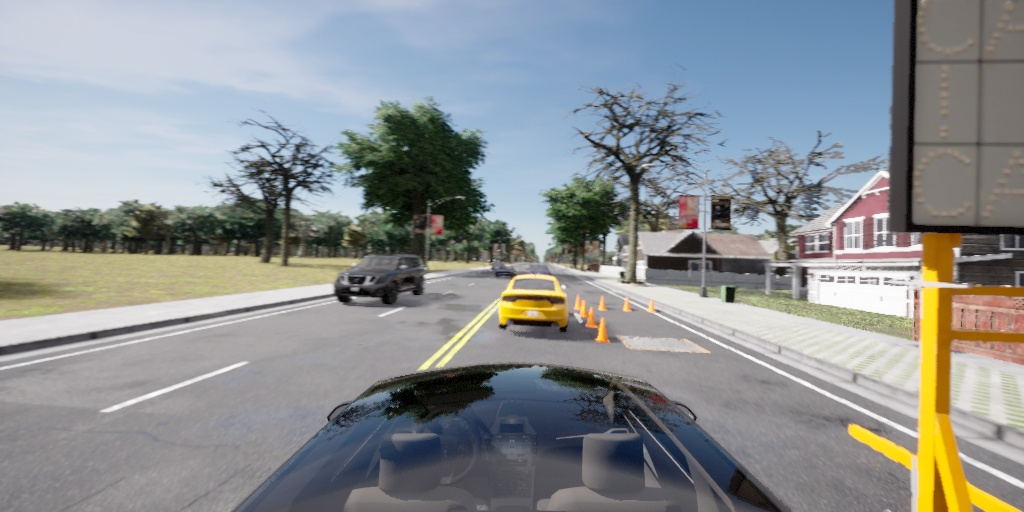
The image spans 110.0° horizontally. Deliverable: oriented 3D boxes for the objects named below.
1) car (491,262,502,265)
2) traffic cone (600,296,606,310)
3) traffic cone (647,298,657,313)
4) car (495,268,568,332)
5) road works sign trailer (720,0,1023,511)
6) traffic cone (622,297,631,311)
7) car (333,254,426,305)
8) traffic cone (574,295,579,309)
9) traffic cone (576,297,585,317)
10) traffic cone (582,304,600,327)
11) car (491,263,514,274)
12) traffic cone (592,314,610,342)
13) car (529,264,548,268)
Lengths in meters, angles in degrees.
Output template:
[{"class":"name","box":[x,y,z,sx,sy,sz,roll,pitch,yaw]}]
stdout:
[{"class":"car","box":[-2.209,1.721,57.491,2.128,1.511,4.902,2,-1,5]},{"class":"traffic cone","box":[3.753,1.944,14.926,0.340,0.580,0.340,0,0,5]},{"class":"traffic cone","box":[5.745,2.006,14.762,0.340,0.580,0.340,0,0,5]},{"class":"car","box":[0.727,1.337,11.576,1.882,1.535,5.008,2,-1,5]},{"class":"road works sign trailer","box":[3.076,0.316,1.939,2.380,3.560,2.880,0,0,5]},{"class":"traffic cone","box":[4.749,1.975,14.844,0.340,0.580,0.340,0,0,5]},{"class":"car","box":[-5.615,0.916,16.087,2.150,2.045,5.566,2,0,5]},{"class":"traffic cone","box":[2.757,1.912,15.007,0.340,0.580,0.340,0,0,5]},{"class":"traffic cone","box":[2.594,1.889,13.015,0.340,0.580,0.340,0,0,5]},{"class":"traffic cone","box":[2.432,1.865,11.021,0.340,0.580,0.340,0,0,5]},{"class":"car","box":[-0.645,1.666,37.191,1.895,1.301,4.718,2,-1,5]},{"class":"traffic cone","box":[2.269,1.842,9.028,0.340,0.580,0.340,0,0,5]},{"class":"car","box":[2.208,1.431,29.658,2.097,1.767,4.553,2,-1,5]}]
